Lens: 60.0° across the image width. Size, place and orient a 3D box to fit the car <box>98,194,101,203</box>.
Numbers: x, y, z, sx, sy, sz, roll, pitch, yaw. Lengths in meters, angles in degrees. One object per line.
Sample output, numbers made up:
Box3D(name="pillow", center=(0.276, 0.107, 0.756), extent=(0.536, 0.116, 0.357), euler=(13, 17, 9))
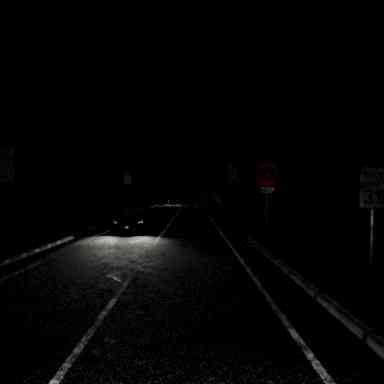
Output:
Box3D(name="car", center=(-21.926, 1.591, 68.657), extent=(4.674, 1.452, 2.002), euler=(0, 0, 0))

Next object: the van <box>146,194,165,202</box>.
Box3D(name="van", center=(-8.729, 1.428, 79.874), extent=(4.442, 1.987, 1.878), euler=(0, -1, 0))

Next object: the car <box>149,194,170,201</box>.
Box3D(name="car", center=(-8.886, 1.520, 91.088), extent=(5.566, 2.045, 2.435), euler=(0, -1, 0))

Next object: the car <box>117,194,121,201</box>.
Box3D(name="car", center=(-21.745, 1.708, 85.363), extent=(5.366, 1.575, 1.946), euler=(0, -1, 0))

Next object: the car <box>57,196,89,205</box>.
Box3D(name="car", center=(-21.923, 1.507, 60.302), extent=(5.008, 1.535, 2.097), euler=(0, 0, 0))

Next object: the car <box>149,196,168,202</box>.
Box3D(name="car", center=(-8.849, 1.742, 88.281), extent=(5.008, 1.535, 2.097), euler=(0, -1, 0))

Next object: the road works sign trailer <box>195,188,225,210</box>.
Box3D(name="road works sign trailer", center=(2.367, 1.096, 42.453), extent=(3.560, 2.880, 2.380), euler=(-5, 45, -44))

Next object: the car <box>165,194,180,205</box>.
Box3D(name="car", center=(-3.293, 1.392, 60.726), extent=(2.097, 1.767, 4.553), euler=(0, 0, 1))

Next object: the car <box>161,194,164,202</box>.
Box3D(name="car", center=(-8.873, 1.282, 65.859), extent=(5.566, 2.045, 2.435), euler=(0, 0, 0))

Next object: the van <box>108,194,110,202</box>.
Box3D(name="van", center=(-22.040, 1.397, 77.008), extent=(4.442, 1.987, 1.878), euler=(0, -1, 0))

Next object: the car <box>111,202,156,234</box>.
Box3D(name="car", center=(-3.337, 1.540, 19.309), extent=(1.812, 1.442, 4.674), euler=(0, 0, 0))

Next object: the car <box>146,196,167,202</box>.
Box3D(name="car", center=(-8.842, 1.684, 82.676), extent=(4.892, 1.521, 2.231), euler=(0, -1, 0))

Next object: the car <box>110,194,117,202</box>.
Box3D(name="car", center=(-21.925, 1.722, 82.577), extent=(4.674, 1.452, 2.002), euler=(0, -1, 0))

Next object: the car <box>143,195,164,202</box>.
Box3D(name="car", center=(-8.812, 1.498, 77.069), extent=(4.553, 1.767, 2.185), euler=(0, -1, 0))

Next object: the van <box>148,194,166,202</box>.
Box3D(name="van", center=(-8.967, 1.487, 85.480), extent=(4.442, 1.987, 1.878), euler=(0, -1, 0))

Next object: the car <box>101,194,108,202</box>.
Box3D(name="car", center=(-21.892, 1.471, 74.226), extent=(4.553, 1.767, 2.185), euler=(0, -1, 0))

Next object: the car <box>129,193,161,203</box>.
Box3D(name="car", center=(-8.841, 1.520, 63.057), extent=(4.892, 1.521, 2.231), euler=(0, 0, 0))

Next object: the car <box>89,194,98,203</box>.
Box3D(name="car", center=(-21.930, 1.532, 65.870), extent=(5.008, 1.535, 2.097), euler=(0, 0, 0))
